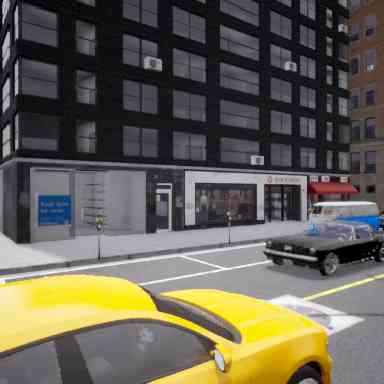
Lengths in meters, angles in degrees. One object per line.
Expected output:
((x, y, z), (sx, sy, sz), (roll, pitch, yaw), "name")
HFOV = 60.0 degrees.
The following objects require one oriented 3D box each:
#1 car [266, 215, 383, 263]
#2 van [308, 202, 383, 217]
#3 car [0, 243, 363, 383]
((4.425, 1.601, 10.398), (4.718, 1.301, 1.895), (0, 0, -35), "car")
((7.074, 1.342, 15.444), (3.998, 1.788, 1.690), (0, 0, -36), "van")
((-0.880, 1.477, 2.684), (5.008, 1.535, 1.882), (0, 0, -35), "car")
